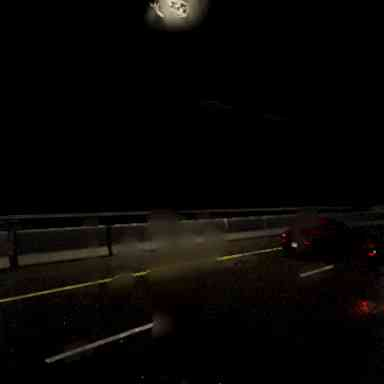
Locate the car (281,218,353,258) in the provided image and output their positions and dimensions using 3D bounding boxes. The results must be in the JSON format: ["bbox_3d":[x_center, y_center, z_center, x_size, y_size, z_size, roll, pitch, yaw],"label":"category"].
[{"bbox_3d":[5.615,1.822,14.067,4.674,1.442,1.812,1,-1,-41],"label":"car"}]

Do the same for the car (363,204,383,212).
[{"bbox_3d":[29.119,2.578,51.204,4.674,1.442,1.812,1,-1,-27],"label":"car"}]

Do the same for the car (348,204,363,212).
[{"bbox_3d":[27.502,2.685,54.298,4.181,1.385,1.994,0,-1,-27],"label":"car"}]

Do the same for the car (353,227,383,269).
[{"bbox_3d":[7.334,1.753,10.932,4.674,1.442,1.812,1,-1,-41],"label":"car"}]
